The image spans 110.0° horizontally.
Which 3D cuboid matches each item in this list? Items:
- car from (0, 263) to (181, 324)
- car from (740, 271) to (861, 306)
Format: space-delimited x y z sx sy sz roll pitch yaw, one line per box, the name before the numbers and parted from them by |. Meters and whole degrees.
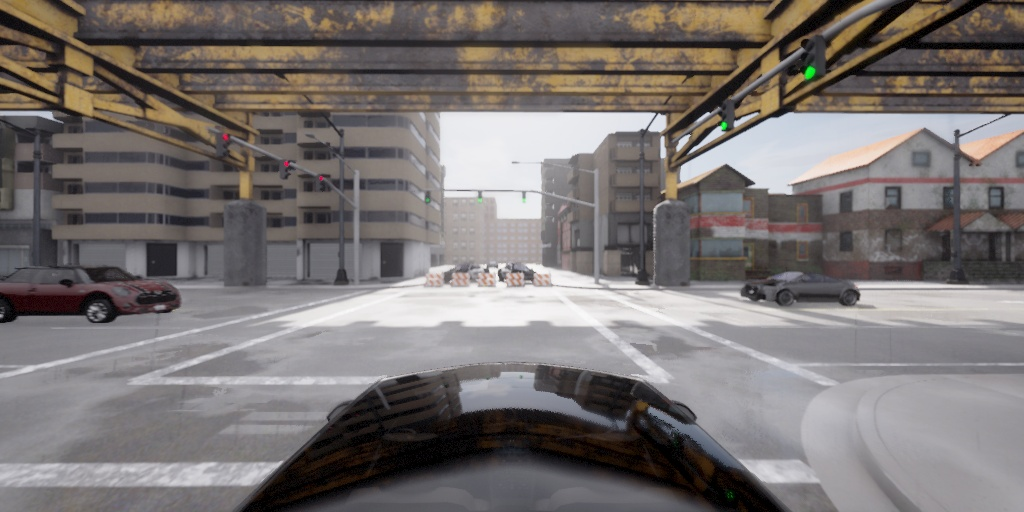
car | -13.593 1.086 11.578 4.553 1.767 2.097 0 0 0
car | 12.345 1.369 15.508 4.181 1.385 1.994 0 0 0
